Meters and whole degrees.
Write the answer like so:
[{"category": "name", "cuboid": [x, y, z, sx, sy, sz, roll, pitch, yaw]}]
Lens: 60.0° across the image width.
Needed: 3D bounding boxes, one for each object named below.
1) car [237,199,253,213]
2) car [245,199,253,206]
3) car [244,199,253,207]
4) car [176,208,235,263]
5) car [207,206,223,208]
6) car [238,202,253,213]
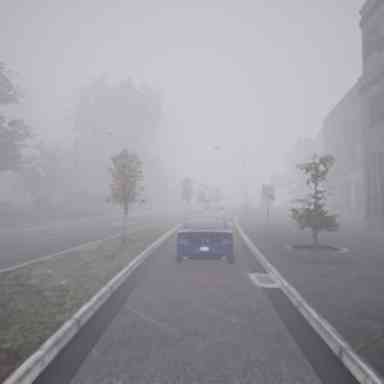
[{"category": "car", "cuboid": [7.090, 2.107, 44.261, 2.097, 1.535, 5.008, -1, -1, 10]}, {"category": "car", "cuboid": [15.892, 2.949, 93.280, 2.185, 1.767, 4.553, 1, -1, 10]}, {"category": "car", "cuboid": [13.926, 2.739, 82.359, 2.185, 1.767, 4.553, 0, -1, 10]}, {"category": "car", "cuboid": [0.513, 1.567, 12.391, 1.882, 1.535, 5.008, 0, -1, 3]}, {"category": "car", "cuboid": [2.120, 1.956, 30.659, 1.895, 1.301, 4.718, 0, -1, 7]}, {"category": "car", "cuboid": [8.041, 2.248, 49.676, 2.163, 1.488, 4.792, 0, -1, 10]}]
